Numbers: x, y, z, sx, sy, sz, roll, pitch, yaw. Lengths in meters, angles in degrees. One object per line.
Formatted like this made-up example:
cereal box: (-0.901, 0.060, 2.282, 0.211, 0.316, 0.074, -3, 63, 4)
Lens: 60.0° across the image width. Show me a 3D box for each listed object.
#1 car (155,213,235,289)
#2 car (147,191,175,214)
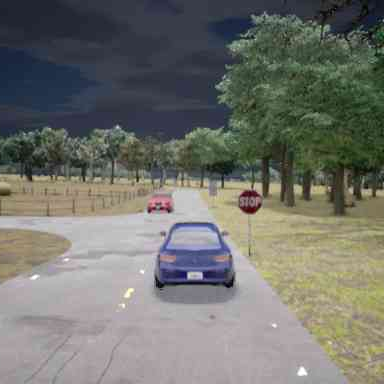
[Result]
car: (0.057, 1.530, 9.086, 1.812, 1.442, 4.674, 0, 0, 0)
car: (-2.899, 0.940, 32.028, 2.150, 2.045, 5.566, 0, 2, 2)
